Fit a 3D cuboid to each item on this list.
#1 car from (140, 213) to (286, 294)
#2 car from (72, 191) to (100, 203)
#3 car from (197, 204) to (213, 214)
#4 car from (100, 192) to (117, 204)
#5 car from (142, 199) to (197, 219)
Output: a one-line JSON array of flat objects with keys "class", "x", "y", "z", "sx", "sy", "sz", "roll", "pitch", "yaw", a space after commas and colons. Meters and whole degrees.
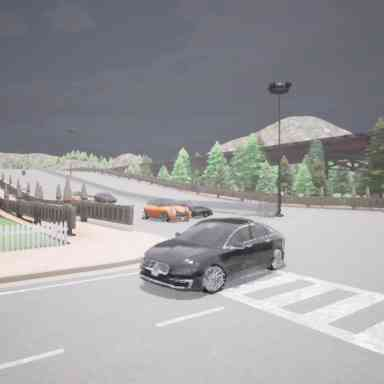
[{"class": "car", "x": 0.827, "y": 1.506, "z": 8.981, "sx": 1.837, "sy": 1.490, "sz": 4.892, "roll": 4, "pitch": 3, "yaw": 42}, {"class": "car", "x": -13.606, "y": 0.795, "z": 41.215, "sx": 2.097, "sy": 1.767, "sz": 4.553, "roll": 0, "pitch": 4, "yaw": -37}, {"class": "car", "x": -0.428, "y": 1.537, "z": 29.618, "sx": 2.033, "sy": 1.411, "sz": 5.357, "roll": 0, "pitch": 0, "yaw": -37}, {"class": "car", "x": -11.633, "y": 0.855, "z": 44.414, "sx": 1.837, "sy": 1.490, "sz": 4.892, "roll": 0, "pitch": 4, "yaw": -37}, {"class": "car", "x": -2.011, "y": 1.347, "z": 25.915, "sx": 2.097, "sy": 1.767, "sz": 4.553, "roll": 0, "pitch": 0, "yaw": -37}]
